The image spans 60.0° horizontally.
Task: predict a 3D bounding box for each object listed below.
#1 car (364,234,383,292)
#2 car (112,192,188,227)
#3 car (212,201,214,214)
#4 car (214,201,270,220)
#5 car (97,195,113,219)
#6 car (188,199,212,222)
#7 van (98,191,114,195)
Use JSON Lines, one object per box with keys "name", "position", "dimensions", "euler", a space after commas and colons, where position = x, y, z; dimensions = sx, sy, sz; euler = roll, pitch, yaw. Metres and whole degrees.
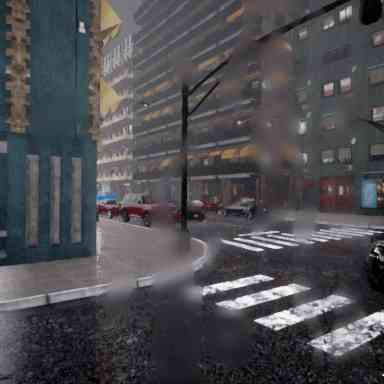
{"name": "car", "position": [6.309, 1.230, 7.789], "dimensions": [5.566, 2.045, 2.150], "euler": [0, 0, -36]}
{"name": "car", "position": [-2.734, 1.034, 20.696], "dimensions": [2.192, 1.841, 5.009], "euler": [2, 0, -36]}
{"name": "car", "position": [0.773, 1.289, 30.101], "dimensions": [1.802, 1.307, 4.206], "euler": [2, 0, -36]}
{"name": "car", "position": [4.054, 1.353, 25.599], "dimensions": [1.947, 1.339, 4.313], "euler": [2, 0, -36]}
{"name": "car", "position": [-6.022, 1.183, 25.198], "dimensions": [1.887, 1.381, 4.507], "euler": [2, 0, -36]}
{"name": "car", "position": [-0.915, 1.297, 22.567], "dimensions": [1.994, 1.385, 4.181], "euler": [1, 1, -36]}
{"name": "van", "position": [-12.344, 0.726, 48.110], "dimensions": [1.690, 1.788, 3.998], "euler": [2, 0, -36]}
